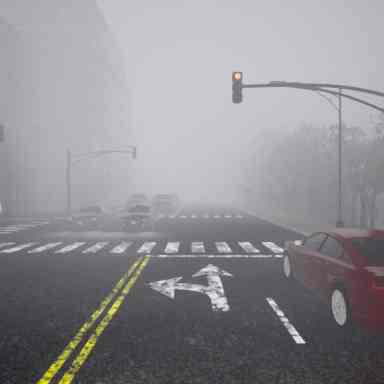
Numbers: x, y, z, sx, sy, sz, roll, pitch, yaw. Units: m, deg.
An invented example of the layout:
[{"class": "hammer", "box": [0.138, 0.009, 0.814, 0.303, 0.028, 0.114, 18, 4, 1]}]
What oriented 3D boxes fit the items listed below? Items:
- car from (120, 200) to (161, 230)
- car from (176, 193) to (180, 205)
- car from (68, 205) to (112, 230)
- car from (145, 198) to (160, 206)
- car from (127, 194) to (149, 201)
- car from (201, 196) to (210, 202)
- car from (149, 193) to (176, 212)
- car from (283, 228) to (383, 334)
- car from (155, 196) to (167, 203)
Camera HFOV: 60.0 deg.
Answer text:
[{"class": "car", "box": [-3.360, 1.550, 21.597, 1.837, 1.490, 4.892, 0, 0, 0]}, {"class": "car", "box": [-3.342, 1.238, 57.941, 2.150, 2.045, 5.566, 0, 0, 0]}, {"class": "car", "box": [-6.619, 1.592, 22.029, 1.812, 1.442, 4.674, -1, 0, 0]}, {"class": "car", "box": [-6.594, 1.615, 55.475, 1.895, 1.301, 4.718, 0, 0, 0]}, {"class": "car", "box": [-6.604, 1.229, 40.586, 2.150, 2.045, 5.566, 0, 0, 0]}, {"class": "car", "box": [3.242, 1.557, 78.613, 1.812, 1.442, 4.674, 0, 0, 0]}, {"class": "car", "box": [-3.356, 1.226, 39.362, 2.150, 2.045, 5.566, 0, 0, -1]}, {"class": "car", "box": [3.349, 1.477, 6.908, 1.882, 1.535, 5.008, 0, 0, 0]}, {"class": "car", "box": [-6.509, 1.552, 71.077, 2.033, 1.411, 5.357, 0, 0, 0]}]
